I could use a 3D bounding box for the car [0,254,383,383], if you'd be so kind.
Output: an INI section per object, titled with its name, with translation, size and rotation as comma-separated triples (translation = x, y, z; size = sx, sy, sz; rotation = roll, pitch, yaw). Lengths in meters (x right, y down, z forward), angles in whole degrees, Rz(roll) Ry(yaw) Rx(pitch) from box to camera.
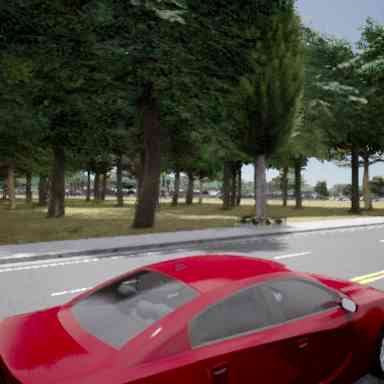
[car]
translation = 0.554, 1.491, 3.836
size = 5.008, 1.535, 1.882
rotation = 0, 0, -35
